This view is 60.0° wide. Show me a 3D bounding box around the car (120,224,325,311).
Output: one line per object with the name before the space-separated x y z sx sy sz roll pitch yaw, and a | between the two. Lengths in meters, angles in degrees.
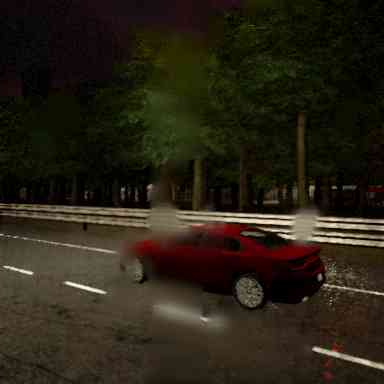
car | 0.447 1.496 7.848 5.008 1.535 1.882 0 0 36
